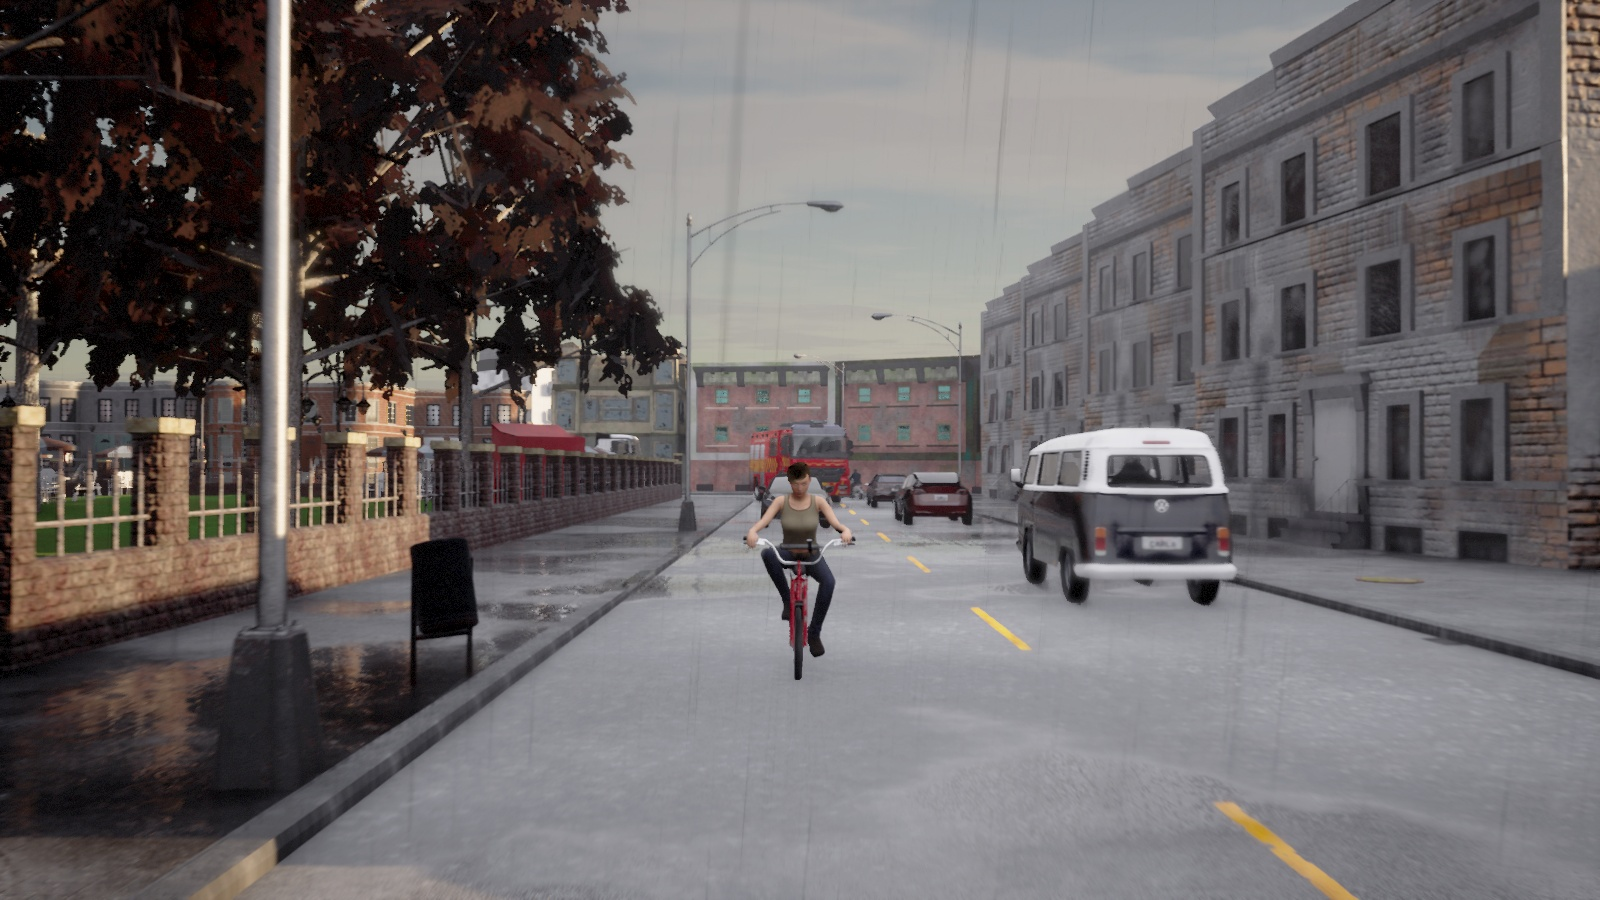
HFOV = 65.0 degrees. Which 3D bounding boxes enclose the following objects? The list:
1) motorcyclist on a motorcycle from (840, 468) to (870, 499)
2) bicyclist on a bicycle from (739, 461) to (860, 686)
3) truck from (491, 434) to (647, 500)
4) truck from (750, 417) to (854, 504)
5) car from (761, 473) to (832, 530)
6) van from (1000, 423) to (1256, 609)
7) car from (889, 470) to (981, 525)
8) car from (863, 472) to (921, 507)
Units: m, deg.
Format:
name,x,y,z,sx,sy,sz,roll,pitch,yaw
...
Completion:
name,x,y,z,sx,sy,sz,roll,pitch,yaw
motorcyclist on a motorcycle,2.862,1.733,65.226,0.866,1.590,1.817,-2,0,-20
bicyclist on a bicycle,-0.001,0.895,9.763,0.866,1.612,1.509,0,-1,0
truck,-12.405,0.897,67.887,7.936,3.462,2.891,0,-1,0
truck,-0.071,0.541,59.591,2.891,3.827,8.468,0,-1,-14
car,-0.108,1.354,34.417,1.812,1.442,4.674,0,-1,0
van,3.959,0.760,16.034,2.069,2.038,4.480,0,-1,0
car,3.883,1.351,37.022,2.163,1.488,4.792,0,-1,0
car,3.823,1.640,53.129,2.033,1.411,5.357,0,-1,0
